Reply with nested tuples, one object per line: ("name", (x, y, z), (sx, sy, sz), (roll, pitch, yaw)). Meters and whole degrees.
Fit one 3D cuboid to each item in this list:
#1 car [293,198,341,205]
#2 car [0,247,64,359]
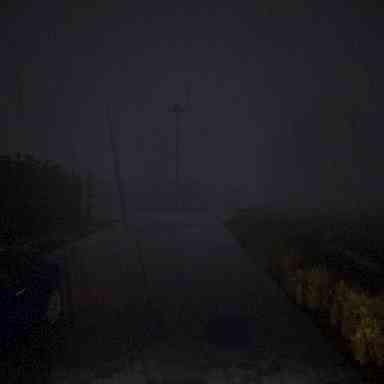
("car", (14.149, 1.332, 37.736), (5.357, 1.411, 2.033), (0, 0, -2))
("car", (-3.170, 1.519, 4.193), (1.812, 1.442, 4.674), (0, 0, 0))
